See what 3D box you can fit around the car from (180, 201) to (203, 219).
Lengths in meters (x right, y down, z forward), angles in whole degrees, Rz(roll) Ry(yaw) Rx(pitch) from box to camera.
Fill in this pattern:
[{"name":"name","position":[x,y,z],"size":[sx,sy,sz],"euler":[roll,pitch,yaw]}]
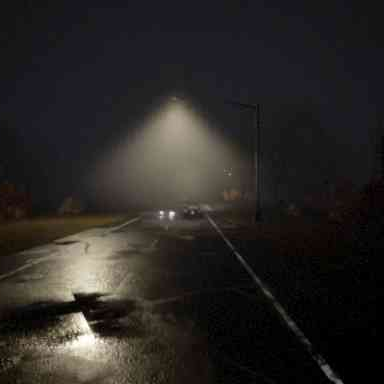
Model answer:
[{"name":"car","position":[0.061,1.915,33.036],"size":[1.994,1.385,4.181],"euler":[0,-1,0]}]

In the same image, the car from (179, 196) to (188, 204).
[{"name":"car","position":[-2.296,2.177,90.029],"size":[2.150,2.045,5.566],"euler":[0,-1,4]}]

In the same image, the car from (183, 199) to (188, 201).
[{"name":"car","position":[-0.014,2.015,45.909],"size":[1.812,1.442,4.674],"euler":[0,-1,0]}]

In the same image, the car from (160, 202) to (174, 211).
[{"name":"car","position":[-3.632,2.122,48.938],"size":[1.895,1.301,4.718],"euler":[0,-1,0]}]
